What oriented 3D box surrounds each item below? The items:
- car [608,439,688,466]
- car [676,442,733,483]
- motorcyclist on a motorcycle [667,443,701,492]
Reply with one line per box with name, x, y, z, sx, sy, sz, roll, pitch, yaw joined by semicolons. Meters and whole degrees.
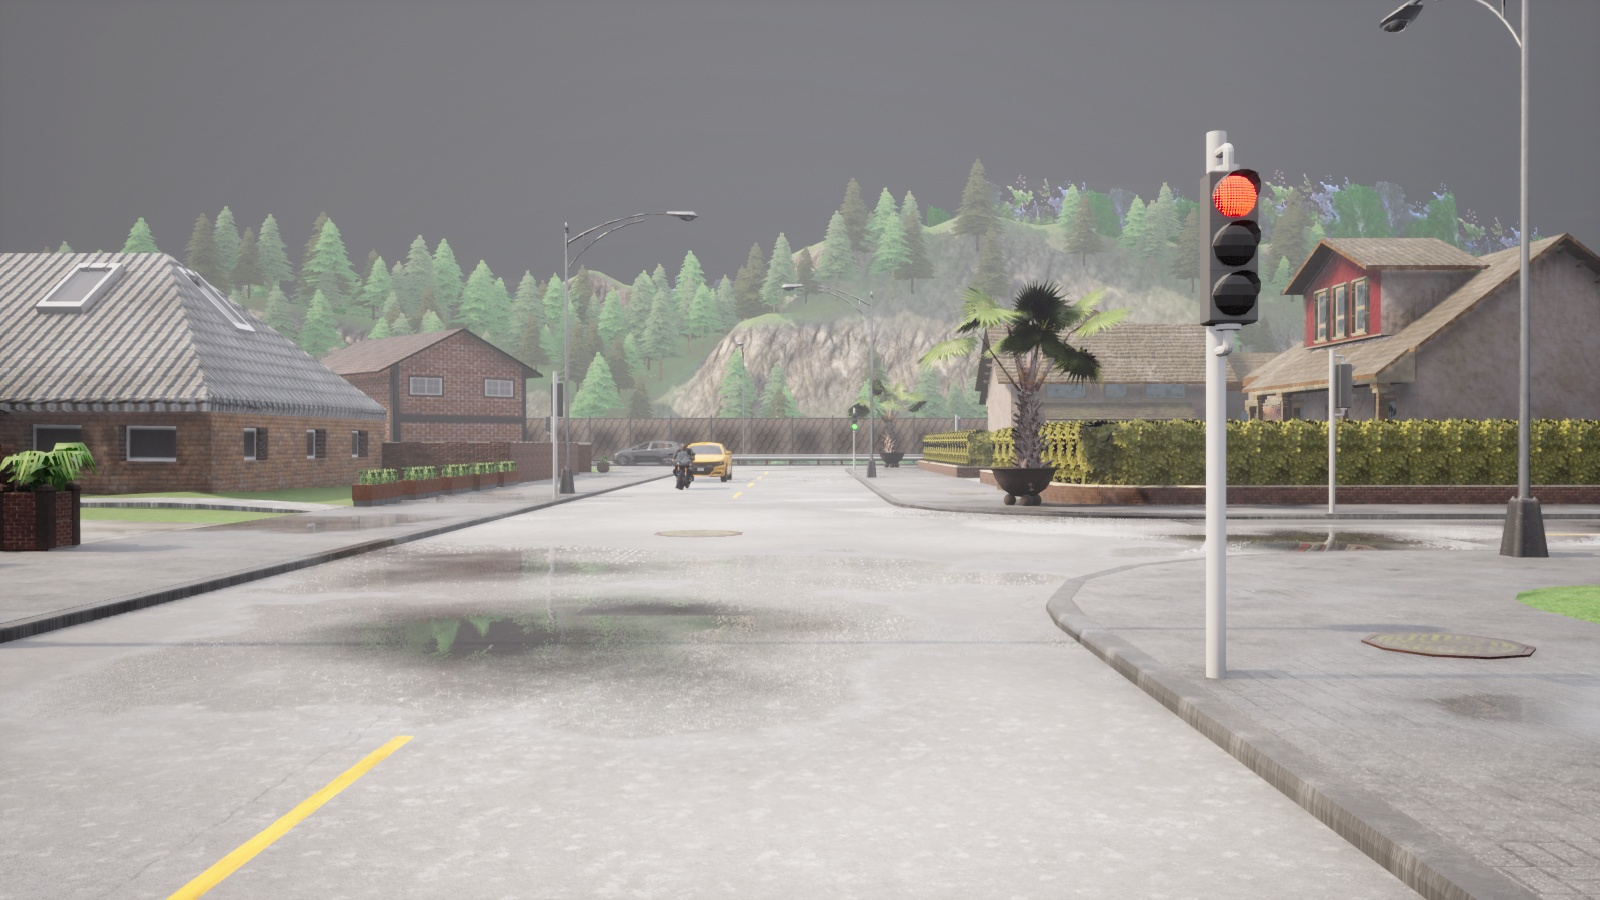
car;-9.632;0.132;79.912;4.611;1.667;2.242;0;0;8
car;-3.719;0.441;49.599;1.882;1.535;5.008;0;0;0
motorcyclist on a motorcycle;-3.750;0.549;40.694;0.866;1.530;2.191;0;0;1
